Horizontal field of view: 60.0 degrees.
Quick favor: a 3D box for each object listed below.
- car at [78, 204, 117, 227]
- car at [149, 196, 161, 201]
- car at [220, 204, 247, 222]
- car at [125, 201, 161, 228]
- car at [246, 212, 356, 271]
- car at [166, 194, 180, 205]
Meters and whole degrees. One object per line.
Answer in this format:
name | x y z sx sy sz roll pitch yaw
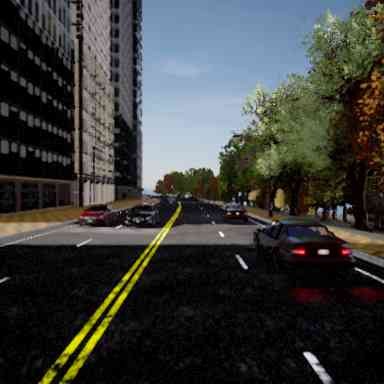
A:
car | -6.606 1.605 23.831 1.812 1.442 4.674 0 0 0
car | -7.291 1.549 65.692 2.097 1.767 4.553 0 0 -2
car | 3.342 1.636 26.941 2.033 1.411 5.357 0 0 0
car | -3.355 1.582 23.093 1.837 1.490 4.892 0 0 0
car | 3.347 1.586 10.973 2.033 1.411 5.357 0 0 0
car | -3.993 1.689 64.251 2.128 1.511 4.902 0 0 -2
